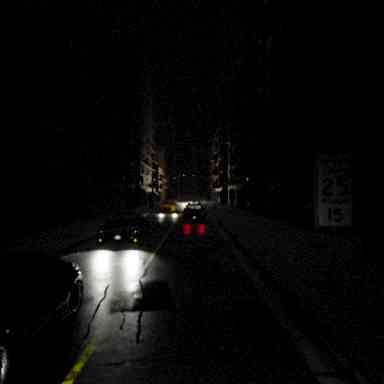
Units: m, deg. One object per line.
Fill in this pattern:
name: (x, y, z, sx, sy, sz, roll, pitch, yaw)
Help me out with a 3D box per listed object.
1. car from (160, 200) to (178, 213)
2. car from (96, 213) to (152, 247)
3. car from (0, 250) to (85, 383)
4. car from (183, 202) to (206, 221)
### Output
car: (-2.813, 1.745, 40.768, 1.882, 1.535, 5.008, 0, -1, 1)
car: (-3.022, 1.664, 15.473, 1.994, 1.385, 4.181, 0, 0, 0)
car: (-3.078, 1.594, 4.784, 1.994, 1.385, 4.181, 0, 0, 0)
car: (0.221, 1.794, 29.137, 1.895, 1.301, 4.718, 0, 0, 1)
